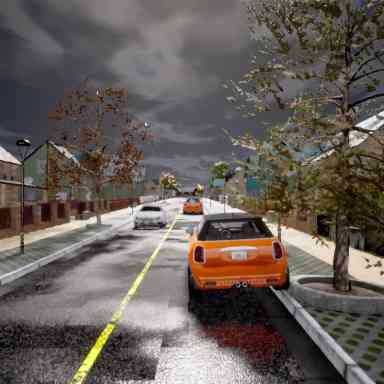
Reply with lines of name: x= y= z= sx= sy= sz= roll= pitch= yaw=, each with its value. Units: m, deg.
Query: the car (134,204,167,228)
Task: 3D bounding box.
car: x=-2.715 y=1.560 z=22.439 sx=1.812 sy=1.442 sz=4.674 roll=0 pitch=0 yaw=0

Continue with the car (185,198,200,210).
car: x=0.094 y=1.637 z=45.940 sx=2.033 sy=1.411 sz=5.357 roll=0 pitch=0 yaw=1

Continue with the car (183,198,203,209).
car: x=0.130 y=1.415 z=36.159 sx=2.097 sy=1.767 sz=4.553 roll=0 pitch=0 yaw=0

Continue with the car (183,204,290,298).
car: x=0.935 y=1.312 z=8.727 sx=2.097 sy=1.767 sz=4.553 roll=-3 pitch=-1 yaw=0
